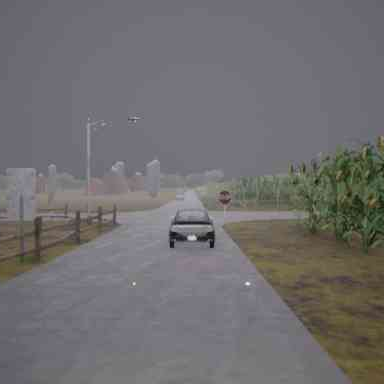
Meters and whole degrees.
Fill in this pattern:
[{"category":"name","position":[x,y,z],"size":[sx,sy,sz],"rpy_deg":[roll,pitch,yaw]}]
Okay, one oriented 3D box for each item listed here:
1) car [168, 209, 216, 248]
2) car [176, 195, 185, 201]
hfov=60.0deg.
[{"category":"car","position":[0.000,1.489,14.653],"size":[2.128,1.511,4.902],"rpy_deg":[0,0,0]},{"category":"car","position":[-2.750,1.361,78.003],"size":[1.882,1.535,5.008],"rpy_deg":[0,0,0]}]
